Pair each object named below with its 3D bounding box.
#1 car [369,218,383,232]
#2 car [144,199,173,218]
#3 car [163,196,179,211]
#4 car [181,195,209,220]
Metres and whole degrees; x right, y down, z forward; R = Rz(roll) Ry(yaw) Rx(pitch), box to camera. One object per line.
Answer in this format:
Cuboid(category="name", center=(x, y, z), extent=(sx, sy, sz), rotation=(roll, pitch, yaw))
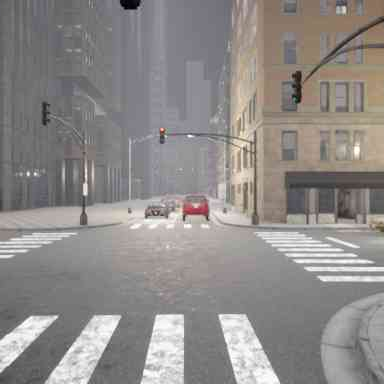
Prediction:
Cuboid(category="car", center=(12.164, 1.517, 17.889), extent=(4.829, 1.417, 1.752), rotation=(0, 0, -1))
Cuboid(category="car", center=(-3.014, 1.571, 29.566), extent=(1.994, 1.385, 4.181), rotation=(0, 0, 0))
Cuboid(category="car", center=(-2.981, 1.502, 39.421), extent=(2.128, 1.511, 4.902), rotation=(0, 0, 0))
Cuboid(category="car", center=(0.272, 1.228, 28.349), extent=(2.150, 2.045, 5.566), rotation=(0, 0, -1))
